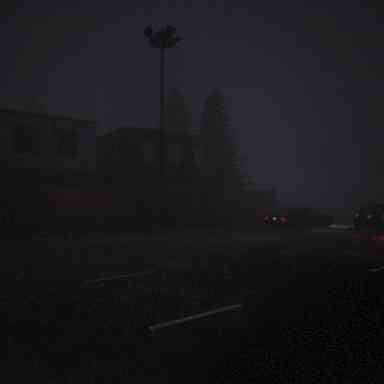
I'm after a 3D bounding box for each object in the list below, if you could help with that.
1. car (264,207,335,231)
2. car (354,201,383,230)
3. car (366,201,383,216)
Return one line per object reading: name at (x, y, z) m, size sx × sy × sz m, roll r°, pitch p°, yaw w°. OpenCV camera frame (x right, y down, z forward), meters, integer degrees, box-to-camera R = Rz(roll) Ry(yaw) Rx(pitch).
car at (7.066, 1.692, 21.687) m, size 5.357 × 1.411 × 2.033 m, roll 1°, pitch 0°, yaw -36°
car at (12.335, 1.529, 21.147) m, size 4.553 × 1.767 × 2.097 m, roll 1°, pitch 0°, yaw -36°
car at (20.754, 1.798, 37.453) m, size 2.128 × 1.511 × 4.902 m, roll 0°, pitch 0°, yaw 28°
